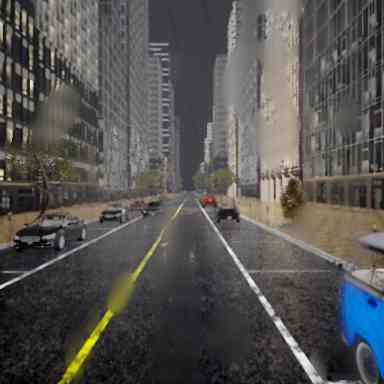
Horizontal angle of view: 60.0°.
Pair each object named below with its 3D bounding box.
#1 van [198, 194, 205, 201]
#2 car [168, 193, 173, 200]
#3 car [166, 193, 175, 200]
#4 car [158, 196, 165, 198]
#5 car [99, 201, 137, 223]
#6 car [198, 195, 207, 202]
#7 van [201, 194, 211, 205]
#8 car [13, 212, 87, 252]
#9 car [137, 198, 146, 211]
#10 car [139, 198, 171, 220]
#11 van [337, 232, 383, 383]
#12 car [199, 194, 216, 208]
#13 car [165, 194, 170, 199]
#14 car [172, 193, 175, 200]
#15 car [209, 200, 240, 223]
[{"bbox_3d":[2.385,1.324,82.183,1.690,1.788,3.998,-1,0,0],"label":"van"},{"bbox_3d":[-5.972,1.554,76.469,2.008,1.369,4.403,-1,0,0],"label":"car"},{"bbox_3d":[-6.036,1.313,93.520,2.192,1.841,5.009,-1,0,0],"label":"car"},{"bbox_3d":[-5.889,1.534,53.565,1.752,1.417,4.829,-1,0,0],"label":"car"},{"bbox_3d":[-5.787,1.562,25.316,2.008,1.369,4.403,-1,0,0],"label":"car"},{"bbox_3d":[2.407,1.425,76.500,1.967,1.590,4.097,-1,0,0],"label":"car"},{"bbox_3d":[2.468,1.330,59.449,1.690,1.788,3.998,-1,0,0],"label":"van"},{"bbox_3d":[-5.746,1.563,13.950,2.008,1.369,4.403,-1,0,0],"label":"car"},{"bbox_3d":[-5.828,1.592,36.684,1.802,1.307,4.206,-1,0,0],"label":"car"},{"bbox_3d":[-3.101,1.531,28.740,1.812,1.442,4.674,0,0,0],"label":"car"},{"bbox_3d":[2.673,1.335,2.613,1.690,1.788,3.998,-1,0,0],"label":"van"},{"bbox_3d":[2.508,1.305,48.082,2.192,1.841,5.009,-1,0,0],"label":"car"},{"bbox_3d":[-5.931,1.572,65.102,1.947,1.339,4.313,-1,0,0],"label":"car"},{"bbox_3d":[-6.014,1.440,87.837,1.967,1.590,4.097,-1,0,0],"label":"car"},{"bbox_3d":[2.593,1.543,25.347,2.008,1.369,4.403,-1,0,0],"label":"car"}]
